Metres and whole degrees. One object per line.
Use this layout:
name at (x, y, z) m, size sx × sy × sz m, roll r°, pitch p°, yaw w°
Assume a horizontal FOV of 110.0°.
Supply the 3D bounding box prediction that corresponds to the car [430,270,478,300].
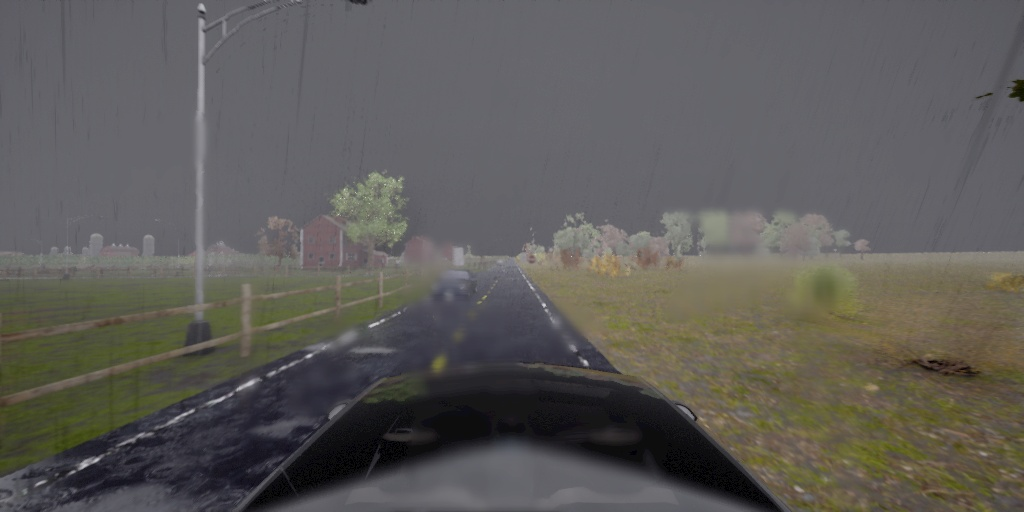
car at (-2.846, 1.431, 18.943) m, size 2.033 × 1.411 × 5.357 m, roll 0°, pitch 0°, yaw 0°
